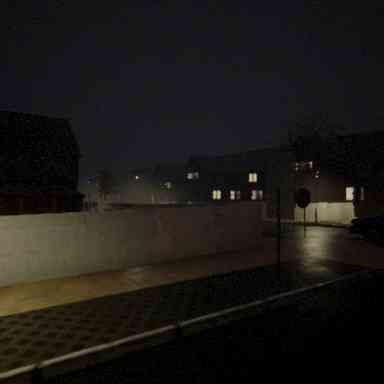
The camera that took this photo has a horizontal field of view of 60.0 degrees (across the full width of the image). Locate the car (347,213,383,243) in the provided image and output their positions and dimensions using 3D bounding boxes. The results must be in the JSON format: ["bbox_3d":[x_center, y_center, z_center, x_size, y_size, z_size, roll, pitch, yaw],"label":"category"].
[{"bbox_3d":[9.280,1.471,13.593,2.033,1.411,5.357,1,-1,-36],"label":"car"}]
